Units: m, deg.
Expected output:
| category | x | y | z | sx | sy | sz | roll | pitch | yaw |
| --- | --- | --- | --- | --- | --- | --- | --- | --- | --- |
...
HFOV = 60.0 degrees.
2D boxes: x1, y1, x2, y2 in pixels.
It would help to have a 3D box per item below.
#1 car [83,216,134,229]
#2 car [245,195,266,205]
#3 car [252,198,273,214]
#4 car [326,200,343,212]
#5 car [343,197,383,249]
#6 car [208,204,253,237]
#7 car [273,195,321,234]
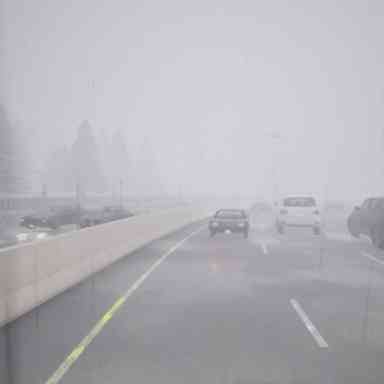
| category | x | y | z | sx | sy | sz | roll | pitch | yaw |
| --- | --- | --- | --- | --- | --- | --- | --- | --- | --- |
| car | -4.845 | 1.490 | 19.314 | 1.994 | 1.385 | 4.181 | 0 | 0 | 12 |
| car | 11.044 | 1.344 | 57.211 | 1.882 | 1.535 | 5.008 | 0 | 0 | 32 |
| car | 7.271 | 1.447 | 34.696 | 1.812 | 1.442 | 4.674 | 0 | 0 | 21 |
| car | 16.696 | 1.542 | 38.576 | 1.895 | 1.301 | 4.718 | 0 | 0 | 27 |
| car | 8.574 | 1.207 | 14.438 | 2.150 | 2.045 | 5.566 | 0 | 0 | 10 |
| car | 2.123 | 1.555 | 17.796 | 1.895 | 1.301 | 4.718 | 0 | 0 | 11 |
| car | 6.031 | 1.184 | 19.361 | 2.150 | 2.045 | 5.566 | 0 | 0 | 13 |
